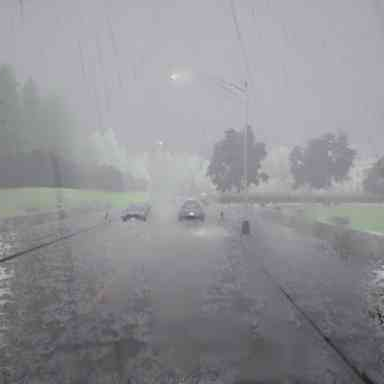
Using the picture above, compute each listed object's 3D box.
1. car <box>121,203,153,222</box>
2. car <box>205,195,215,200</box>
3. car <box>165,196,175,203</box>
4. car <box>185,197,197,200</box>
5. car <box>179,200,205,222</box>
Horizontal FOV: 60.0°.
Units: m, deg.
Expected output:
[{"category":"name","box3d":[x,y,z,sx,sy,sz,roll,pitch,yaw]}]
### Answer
[{"category":"car","box3d":[-4.209,1.554,26.428,2.033,1.411,5.357,0,0,0]},{"category":"car","box3d":[5.804,1.502,91.708,5.357,1.415,2.033,0,0,-40]},{"category":"car","box3d":[-4.370,1.479,67.588,2.128,1.511,4.902,0,0,0]},{"category":"car","box3d":[-0.179,1.547,51.425,1.812,1.442,4.674,0,0,0]},{"category":"car","box3d":[-0.035,1.576,26.671,1.994,1.385,4.181,0,0,0]}]
